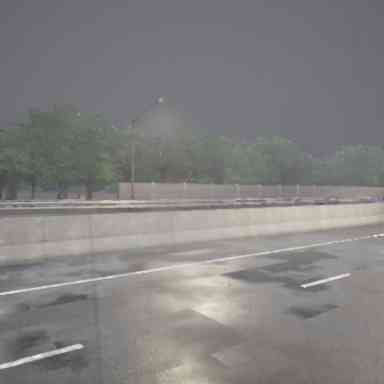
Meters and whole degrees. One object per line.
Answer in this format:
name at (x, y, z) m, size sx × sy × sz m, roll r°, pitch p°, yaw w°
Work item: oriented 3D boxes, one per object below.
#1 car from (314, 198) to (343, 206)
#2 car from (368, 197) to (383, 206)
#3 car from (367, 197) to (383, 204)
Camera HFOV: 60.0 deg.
car at (19.668, 1.589, 48.102) m, size 4.718 × 1.301 × 1.895 m, roll 0°, pitch 0°, yaw -35°
car at (32.326, 1.545, 57.127) m, size 4.181 × 1.385 × 1.994 m, roll 0°, pitch 0°, yaw -35°
car at (24.138, 1.553, 42.696) m, size 4.181 × 1.385 × 1.994 m, roll 0°, pitch 0°, yaw -35°
